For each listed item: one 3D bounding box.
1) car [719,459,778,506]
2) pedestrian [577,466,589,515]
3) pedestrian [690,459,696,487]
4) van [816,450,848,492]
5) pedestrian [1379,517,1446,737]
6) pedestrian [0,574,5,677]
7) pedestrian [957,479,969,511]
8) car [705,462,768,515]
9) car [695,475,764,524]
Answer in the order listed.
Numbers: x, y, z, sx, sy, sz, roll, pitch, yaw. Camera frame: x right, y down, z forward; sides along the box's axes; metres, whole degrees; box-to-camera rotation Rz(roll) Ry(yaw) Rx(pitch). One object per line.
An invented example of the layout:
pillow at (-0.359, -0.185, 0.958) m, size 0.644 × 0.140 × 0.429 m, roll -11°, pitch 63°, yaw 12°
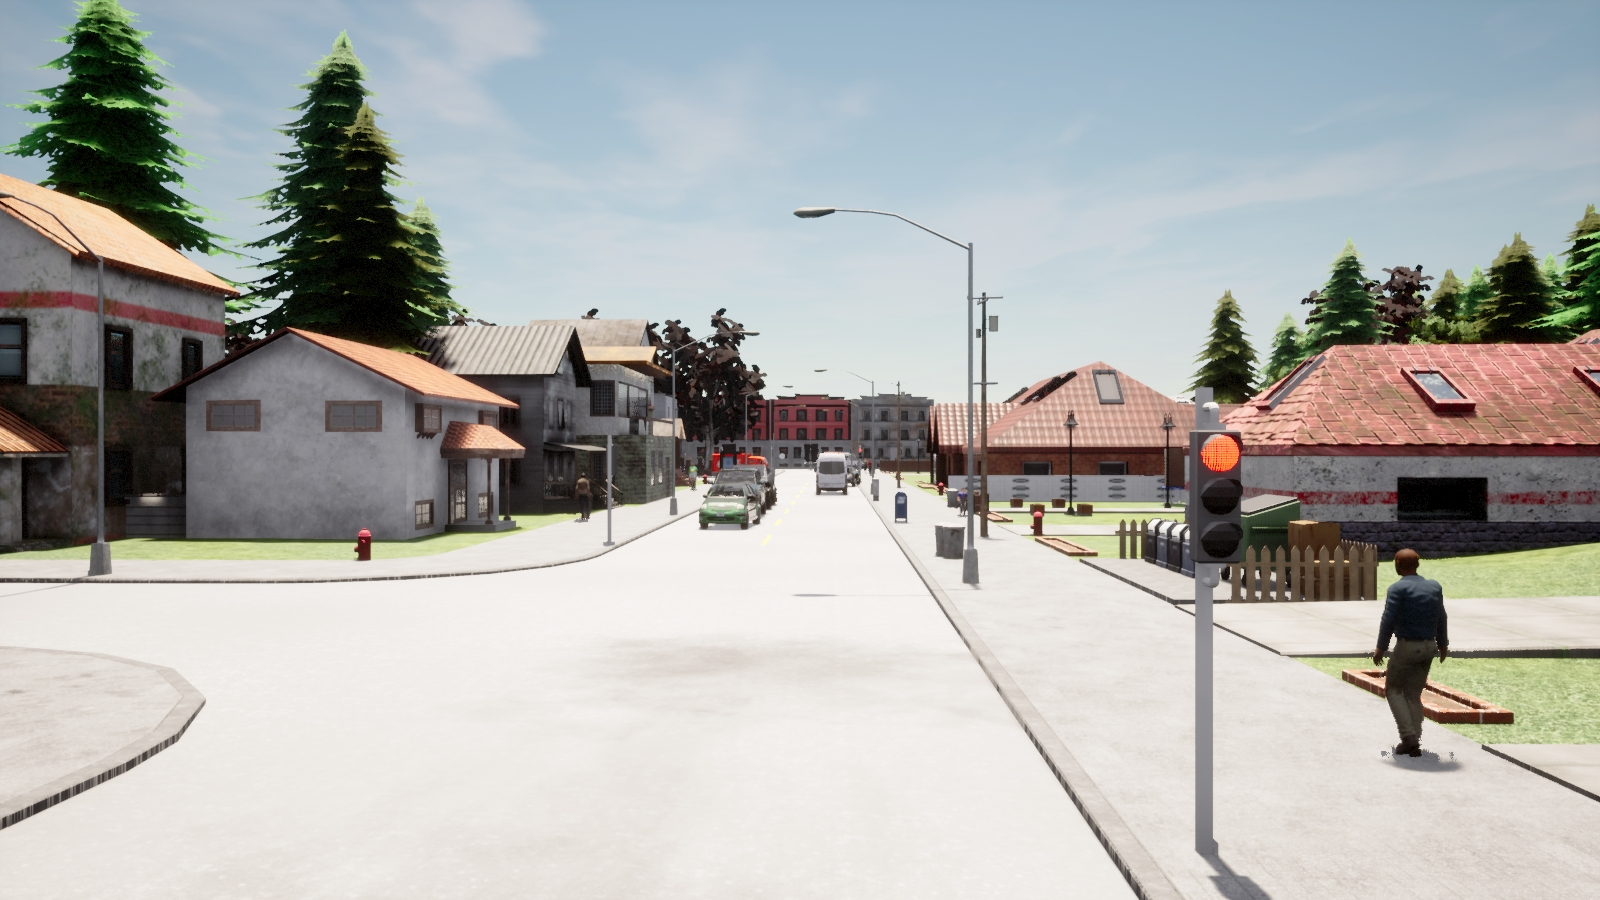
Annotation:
car at (-2.451, 1.534, 55.813) m, size 2.390 × 2.098 × 6.274 m, roll 0°, pitch 0°, yaw 2°
pedestrian at (-8.184, 1.525, 43.089) m, size 0.375 × 1.860 × 0.375 m, roll 0°, pitch 0°, yaw 1°
pedestrian at (-7.100, 1.524, 75.879) m, size 0.375 × 1.860 × 0.375 m, roll 0°, pitch 0°, yaw 6°
van at (2.035, 1.315, 73.194) m, size 1.988 × 2.561 × 5.915 m, roll 0°, pitch 0°, yaw 2°
pedestrian at (5.345, 1.524, 9.979) m, size 0.375 × 1.860 × 0.375 m, roll 0°, pitch 0°, yaw -4°
pedestrian at (-8.942, 1.896, 12.268) m, size 0.500 × 1.100 × 0.500 m, roll 0°, pitch 0°, yaw 31°
pedestrian at (6.531, 1.803, 45.818) m, size 0.375 × 1.300 × 0.375 m, roll 0°, pitch 0°, yaw -4°
car at (-2.626, 1.559, 48.404) m, size 2.150 × 2.045 × 5.566 m, roll 0°, pitch 0°, yaw 2°
car at (-2.533, 1.779, 41.798) m, size 1.851 × 1.617 × 3.988 m, roll 0°, pitch 0°, yaw 7°
